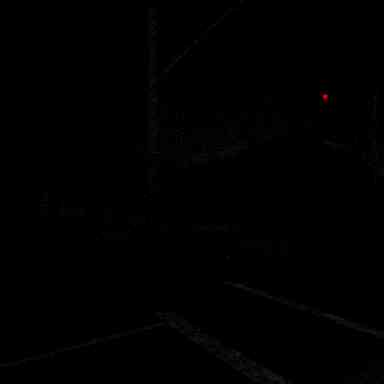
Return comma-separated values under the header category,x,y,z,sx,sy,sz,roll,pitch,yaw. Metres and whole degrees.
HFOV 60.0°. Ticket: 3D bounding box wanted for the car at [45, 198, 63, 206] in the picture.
category,x,y,z,sx,sy,sz,roll,pitch,yaw
car,-23.595,1.655,56.871,2.128,1.511,4.902,0,0,-38
